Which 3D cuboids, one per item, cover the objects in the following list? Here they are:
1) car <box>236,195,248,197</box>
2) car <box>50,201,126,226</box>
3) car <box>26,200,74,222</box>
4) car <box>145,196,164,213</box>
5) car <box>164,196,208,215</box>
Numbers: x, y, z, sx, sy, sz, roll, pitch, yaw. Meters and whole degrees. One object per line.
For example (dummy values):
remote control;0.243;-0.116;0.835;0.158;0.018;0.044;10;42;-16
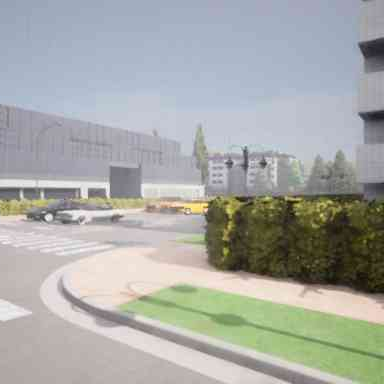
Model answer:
car;7.224;1.229;49.219;2.097;1.767;4.553;0;0;33
car;-6.910;1.501;22.962;1.895;1.301;4.718;0;0;34
car;-9.849;1.382;25.015;1.837;1.490;4.892;0;0;37
car;-2.795;1.230;34.863;2.097;1.767;4.553;0;0;35
car;-0.195;1.377;32.477;1.882;1.535;5.008;0;0;36
